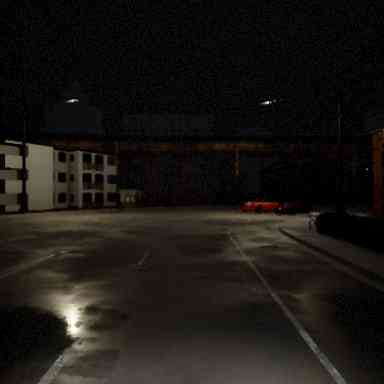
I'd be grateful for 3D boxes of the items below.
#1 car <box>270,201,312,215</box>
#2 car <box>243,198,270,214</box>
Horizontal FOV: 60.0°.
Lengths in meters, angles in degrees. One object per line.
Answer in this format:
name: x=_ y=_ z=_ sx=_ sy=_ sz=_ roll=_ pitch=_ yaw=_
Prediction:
car: x=10.672 y=1.644 z=34.937 sx=4.181 sy=1.385 sz=1.994 roll=0 pitch=0 yaw=-32
car: x=7.953 y=1.436 z=37.430 sx=4.553 sy=1.767 sz=2.097 roll=0 pitch=0 yaw=-35
